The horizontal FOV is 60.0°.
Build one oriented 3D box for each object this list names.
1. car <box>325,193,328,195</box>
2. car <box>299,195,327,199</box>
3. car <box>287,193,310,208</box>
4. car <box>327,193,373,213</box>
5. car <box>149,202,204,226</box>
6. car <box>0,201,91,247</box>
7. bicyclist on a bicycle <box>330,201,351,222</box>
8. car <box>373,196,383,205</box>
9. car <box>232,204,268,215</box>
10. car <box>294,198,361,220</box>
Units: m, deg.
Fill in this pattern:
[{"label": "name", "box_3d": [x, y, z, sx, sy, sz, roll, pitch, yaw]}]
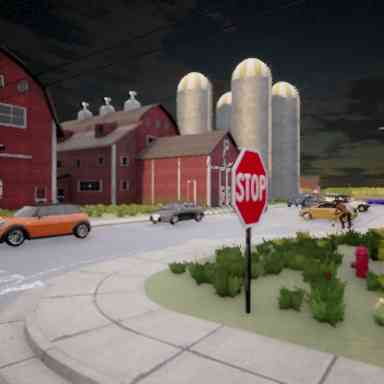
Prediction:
[{"label": "car", "box_3d": [21.038, 1.198, 49.253, 2.150, 2.045, 5.566, 0, 0, 35]}, {"label": "car", "box_3d": [15.200, 1.469, 40.679, 2.128, 1.511, 4.902, 0, 0, 35]}, {"label": "car", "box_3d": [15.288, 1.104, 47.066, 2.150, 2.045, 5.566, 0, 0, 35]}, {"label": "car", "box_3d": [17.708, 1.298, 37.211, 3.866, 1.878, 1.905, 0, 0, 35]}, {"label": "car", "box_3d": [-0.978, 1.463, 23.576, 2.128, 1.511, 4.902, 0, 0, 35]}, {"label": "car", "box_3d": [-7.000, 1.324, 15.183, 2.097, 1.767, 4.553, 0, 0, 39]}, {"label": "bicyclist on a bicycle", "box_3d": [7.592, 1.293, 16.961, 0.582, 1.620, 1.656, 0, 0, -21]}, {"label": "car", "box_3d": [31.533, 1.464, 57.081, 4.611, 1.667, 2.242, 0, 0, 35]}, {"label": "car", "box_3d": [5.966, 1.517, 33.674, 2.033, 1.411, 5.357, 0, 0, 35]}, {"label": "car", "box_3d": [10.474, 1.492, 25.820, 4.193, 1.474, 1.816, 0, 0, 35]}]
